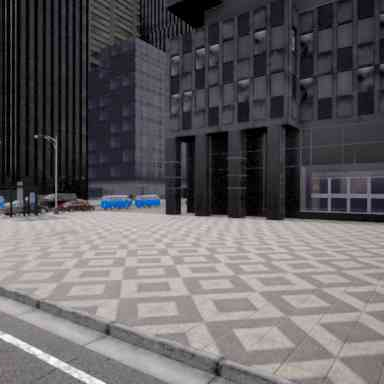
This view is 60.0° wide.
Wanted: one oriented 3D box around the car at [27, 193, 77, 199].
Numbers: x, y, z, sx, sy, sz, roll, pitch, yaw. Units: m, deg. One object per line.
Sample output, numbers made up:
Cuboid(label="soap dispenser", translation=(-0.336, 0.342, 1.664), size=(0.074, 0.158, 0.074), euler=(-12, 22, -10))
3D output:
Cuboid(label="car", translation=(-16.673, 1.196, 40.934), size=(2.150, 2.045, 5.566), euler=(0, 0, 35))

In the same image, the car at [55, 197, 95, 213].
Cuboid(label="car", translation=(-12.631, 1.574, 36.511), size=(1.802, 1.307, 4.206), euler=(0, 0, 35))

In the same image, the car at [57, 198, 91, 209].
Cuboid(label="car", translation=(-16.281, 1.546, 46.081), size=(1.802, 1.307, 4.206), euler=(0, 0, 35))

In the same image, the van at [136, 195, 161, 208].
Cuboid(label="van", translation=(-6.042, 1.327, 45.759), size=(1.690, 1.788, 3.998), euler=(0, 0, 35))

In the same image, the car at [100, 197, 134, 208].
Cuboid(label="car", translation=(-10.981, 1.474, 48.912), size=(1.837, 1.490, 4.892), euler=(0, 0, 36))

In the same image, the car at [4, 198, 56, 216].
Cuboid(label="car", translation=(-15.925, 1.547, 31.887), size=(2.008, 1.369, 4.403), euler=(0, 0, 35))

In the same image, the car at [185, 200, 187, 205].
Cuboid(label="car", translation=(0.545, 1.567, 55.008), size=(1.802, 1.307, 4.206), euler=(0, 0, 35))

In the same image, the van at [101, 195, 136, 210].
Cuboid(label="van", translation=(-9.336, 1.330, 41.135), size=(1.690, 1.788, 3.998), euler=(0, 0, 35))
